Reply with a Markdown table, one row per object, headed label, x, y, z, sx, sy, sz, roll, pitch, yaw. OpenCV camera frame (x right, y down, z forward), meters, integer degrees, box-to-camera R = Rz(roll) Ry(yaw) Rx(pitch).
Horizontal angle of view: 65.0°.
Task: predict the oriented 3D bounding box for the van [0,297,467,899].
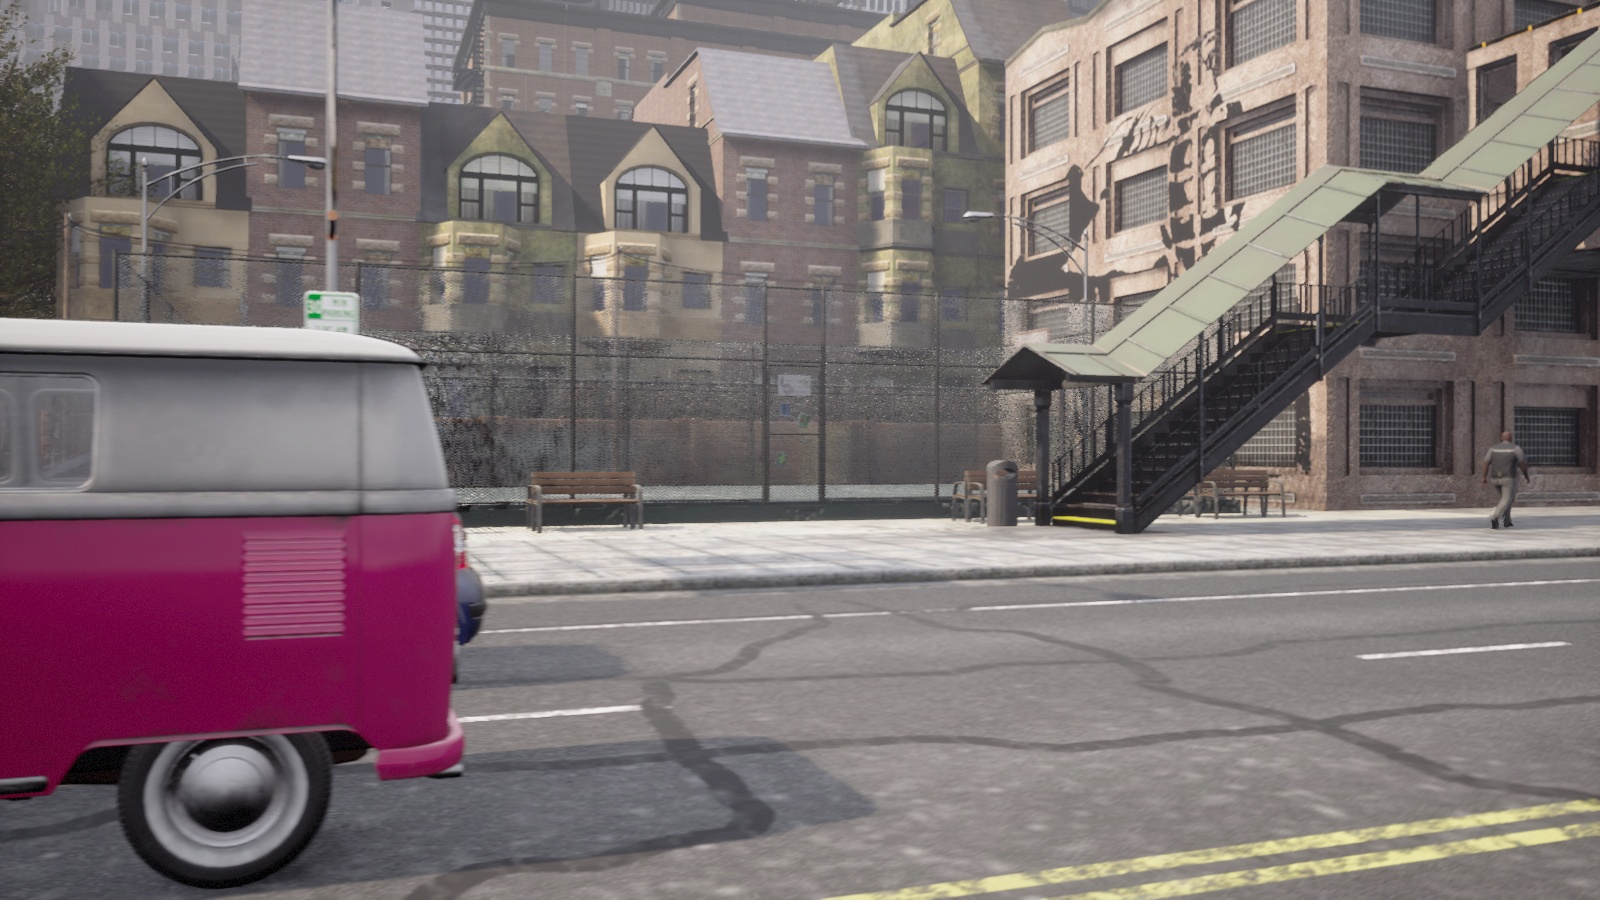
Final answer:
| label | x | y | z | sx | sy | sz | roll | pitch | yaw |
| --- | --- | --- | --- | --- | --- | --- | --- | --- | --- |
| van | -3.569 | 0.517 | 4.494 | 4.442 | 1.987 | 1.775 | 0 | 0 | -20 |

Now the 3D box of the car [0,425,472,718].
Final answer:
| label | x | y | z | sx | sy | sz | roll | pitch | yaw |
| --- | --- | --- | --- | --- | --- | --- | --- | --- | --- |
| car | -4.231 | 0.672 | 7.979 | 3.988 | 1.617 | 1.851 | 0 | 0 | -20 |

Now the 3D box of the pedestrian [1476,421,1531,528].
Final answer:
| label | x | y | z | sx | sy | sz | roll | pitch | yaw |
| --- | --- | --- | --- | --- | --- | --- | --- | --- | --- |
| pedestrian | 12.616 | 0.432 | 22.511 | 0.849 | 1.883 | 0.563 | 0 | 0 | -37 |
